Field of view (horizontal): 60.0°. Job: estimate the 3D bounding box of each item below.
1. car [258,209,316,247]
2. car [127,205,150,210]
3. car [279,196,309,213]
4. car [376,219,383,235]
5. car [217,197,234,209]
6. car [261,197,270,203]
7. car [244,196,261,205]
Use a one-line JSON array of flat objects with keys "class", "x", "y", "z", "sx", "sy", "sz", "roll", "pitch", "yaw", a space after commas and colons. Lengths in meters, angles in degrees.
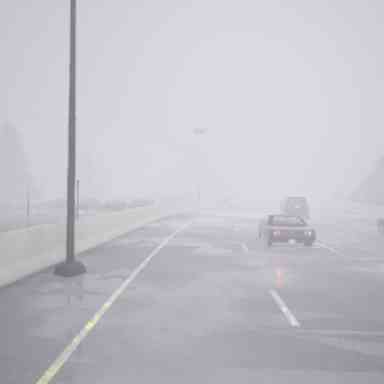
[{"class": "car", "x": 4.204, "y": 1.688, "z": 15.500, "sx": 1.895, "sy": 1.301, "sz": 4.718, "roll": 1, "pitch": 0, "yaw": 5}, {"class": "car", "x": -6.437, "y": 1.557, "z": 41.019, "sx": 1.837, "sy": 1.490, "sz": 4.892, "roll": 0, "pitch": 0, "yaw": 12}, {"class": "car", "x": 9.379, "y": 1.404, "z": 30.716, "sx": 2.150, "sy": 2.045, "sz": 5.566, "roll": 0, "pitch": 0, "yaw": 10}, {"class": "car", "x": 11.388, "y": 1.764, "z": 17.042, "sx": 1.895, "sy": 1.301, "sz": 4.718, "roll": 1, "pitch": 0, "yaw": 5}, {"class": "car", "x": 5.060, "y": 1.543, "z": 49.525, "sx": 2.097, "sy": 1.767, "sz": 4.553, "roll": 1, "pitch": 0, "yaw": 15}, {"class": "car", "x": 17.775, "y": 1.897, "z": 81.484, "sx": 1.812, "sy": 1.442, "sz": 4.674, "roll": 0, "pitch": 0, "yaw": 25}, {"class": "car", "x": 12.089, "y": 1.624, "z": 67.818, "sx": 2.097, "sy": 1.767, "sz": 4.553, "roll": 1, "pitch": 0, "yaw": 21}]
